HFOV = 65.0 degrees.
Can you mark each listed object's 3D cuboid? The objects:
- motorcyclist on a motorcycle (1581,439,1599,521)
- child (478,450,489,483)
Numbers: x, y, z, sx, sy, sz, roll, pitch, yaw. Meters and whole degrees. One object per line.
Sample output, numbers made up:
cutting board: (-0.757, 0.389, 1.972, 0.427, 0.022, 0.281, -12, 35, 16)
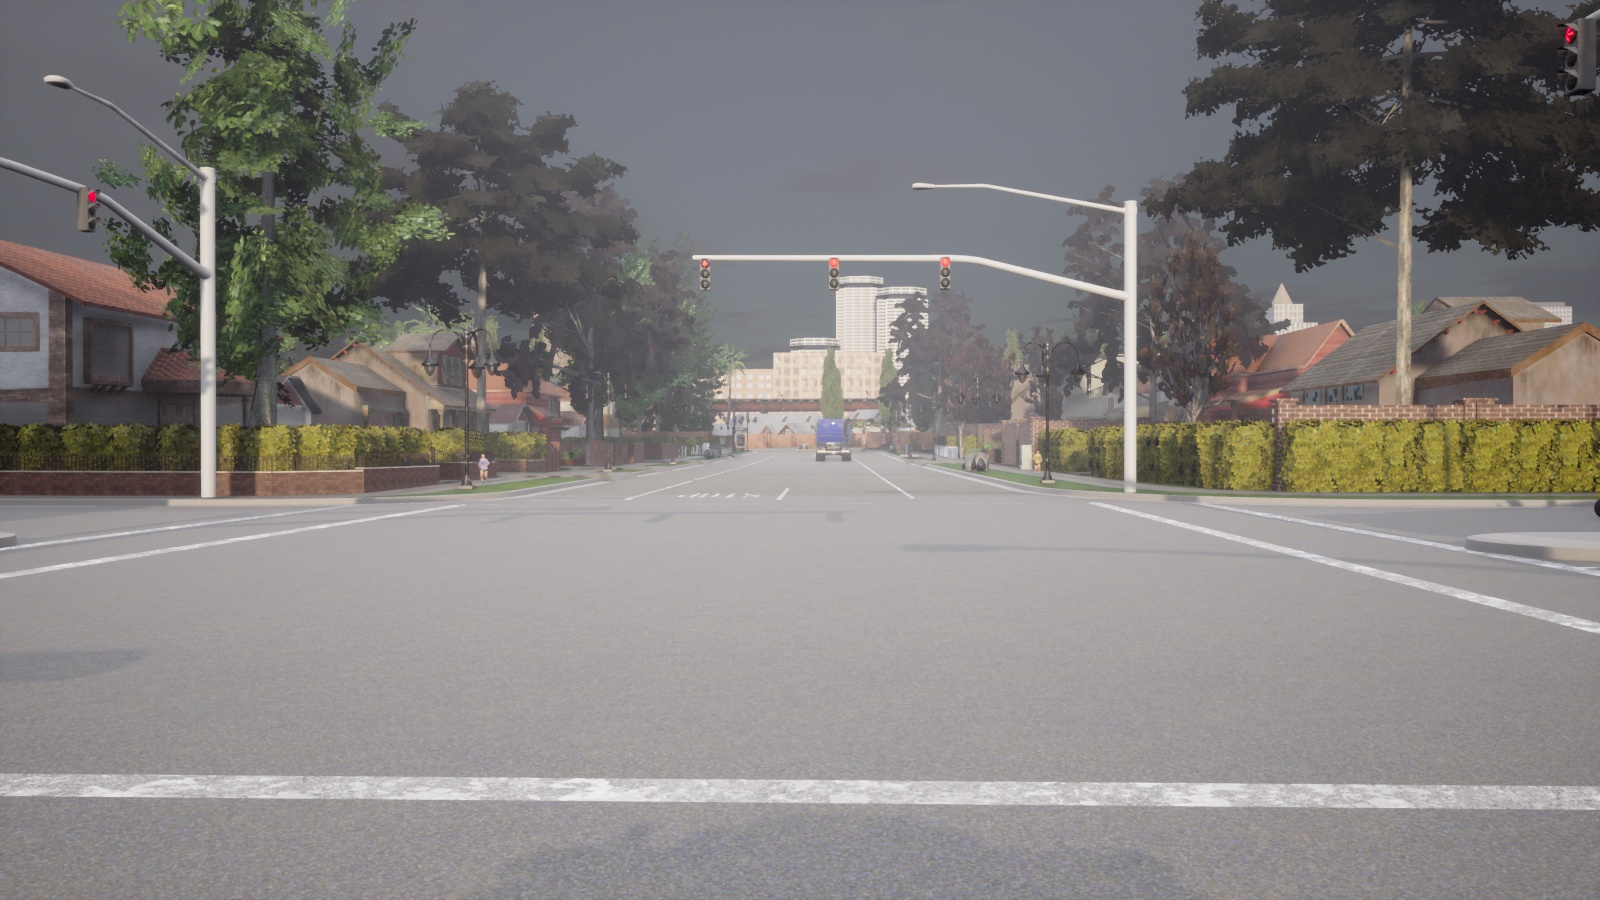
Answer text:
motorcyclist on a motorcycle: (16.364, 0.575, 24.398, 1.817, 1.590, 0.866, 0, 0, 1)
child: (-10.708, 0.543, 42.473, 0.255, 1.110, 0.394, 0, 0, 0)
